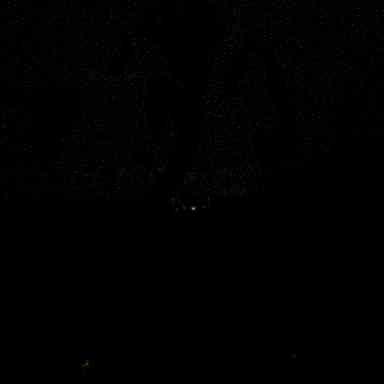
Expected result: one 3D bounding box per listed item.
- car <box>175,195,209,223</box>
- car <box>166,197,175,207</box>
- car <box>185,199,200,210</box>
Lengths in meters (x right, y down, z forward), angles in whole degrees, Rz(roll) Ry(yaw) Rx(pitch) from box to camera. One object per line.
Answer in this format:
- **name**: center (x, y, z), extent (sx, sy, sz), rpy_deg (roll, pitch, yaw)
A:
- **car**: center (0.090, 1.219, 25.337), extent (2.150, 2.045, 5.566), rpy_deg (0, 0, 0)
- **car**: center (-2.818, 1.504, 50.012), extent (1.837, 1.490, 4.892), rpy_deg (0, -1, 0)
- **car**: center (0.084, 1.597, 43.008), extent (1.895, 1.301, 4.718), rpy_deg (0, 0, 0)
